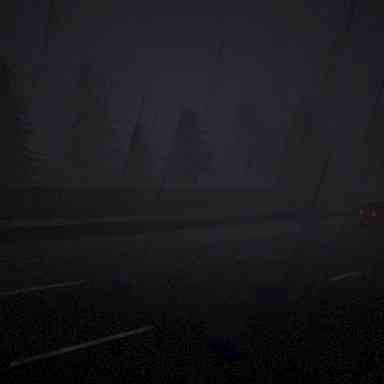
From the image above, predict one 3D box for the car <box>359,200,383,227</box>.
[{"bbox_3d":[12.802,1.381,21.475,4.553,1.767,2.097,0,0,-35],"label":"car"}]
